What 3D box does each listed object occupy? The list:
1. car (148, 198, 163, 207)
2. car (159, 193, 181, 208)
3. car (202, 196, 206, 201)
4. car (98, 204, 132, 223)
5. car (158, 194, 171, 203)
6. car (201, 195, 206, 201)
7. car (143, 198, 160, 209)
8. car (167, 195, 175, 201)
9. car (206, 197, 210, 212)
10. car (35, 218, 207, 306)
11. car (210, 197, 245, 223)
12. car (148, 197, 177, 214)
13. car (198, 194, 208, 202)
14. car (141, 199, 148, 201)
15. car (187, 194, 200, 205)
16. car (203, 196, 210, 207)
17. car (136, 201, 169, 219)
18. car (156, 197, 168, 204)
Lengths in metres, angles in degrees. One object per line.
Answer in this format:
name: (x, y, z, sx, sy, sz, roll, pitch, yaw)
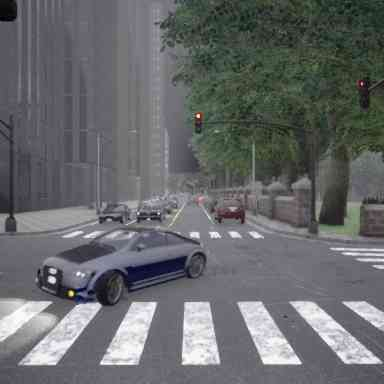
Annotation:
car: (-5.688, 1.616, 52.472, 1.802, 1.307, 4.206, 0, 0, 0)
car: (-3.023, 1.379, 45.723, 2.097, 1.767, 4.553, 0, 0, 0)
car: (2.830, 1.579, 47.010, 2.008, 1.369, 4.403, 0, 0, 0)
car: (-5.727, 1.573, 25.187, 1.947, 1.339, 4.313, 0, 0, 0)
car: (-5.664, 1.366, 68.844, 2.192, 1.841, 5.009, 0, 0, 0)
car: (2.838, 1.474, 52.467, 1.967, 1.590, 4.097, 0, 0, 0)
car: (-5.696, 1.610, 47.015, 1.802, 1.307, 4.206, 0, 0, 0)
car: (-5.633, 1.522, 90.672, 1.967, 1.590, 4.097, 0, 0, 0)
car: (2.814, 1.583, 36.097, 1.947, 1.339, 4.313, 0, 0, 0)
car: (-1.502, 1.576, 8.152, 1.994, 1.385, 4.181, 0, 0, 41)
car: (2.798, 1.322, 25.185, 2.192, 1.841, 5.009, 0, 0, 0)
car: (-3.044, 1.564, 35.448, 2.033, 1.411, 5.357, 0, 0, 1)
car: (2.496, 1.415, 75.811, 2.097, 1.767, 4.553, 0, 0, 0)
car: (-5.703, 1.574, 41.558, 2.008, 1.369, 4.403, 0, 0, 0)
car: (0.189, 1.588, 59.296, 2.033, 1.411, 5.357, 0, 0, 0)
car: (2.822, 1.574, 41.553, 2.008, 1.369, 4.403, 0, 0, 0)
car: (-3.063, 1.609, 25.630, 1.895, 1.301, 4.718, 0, 0, 0)
car: (-5.672, 1.627, 63.387, 1.802, 1.307, 4.206, 0, 0, 0)
